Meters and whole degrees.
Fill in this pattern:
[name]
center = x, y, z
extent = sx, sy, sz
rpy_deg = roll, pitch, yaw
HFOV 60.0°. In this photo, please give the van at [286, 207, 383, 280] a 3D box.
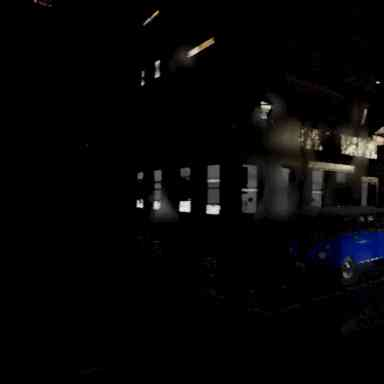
[van]
center = 4.490, 1.344, 9.740
extent = 3.998, 1.788, 1.690
rpy_deg = 0, 1, -35
